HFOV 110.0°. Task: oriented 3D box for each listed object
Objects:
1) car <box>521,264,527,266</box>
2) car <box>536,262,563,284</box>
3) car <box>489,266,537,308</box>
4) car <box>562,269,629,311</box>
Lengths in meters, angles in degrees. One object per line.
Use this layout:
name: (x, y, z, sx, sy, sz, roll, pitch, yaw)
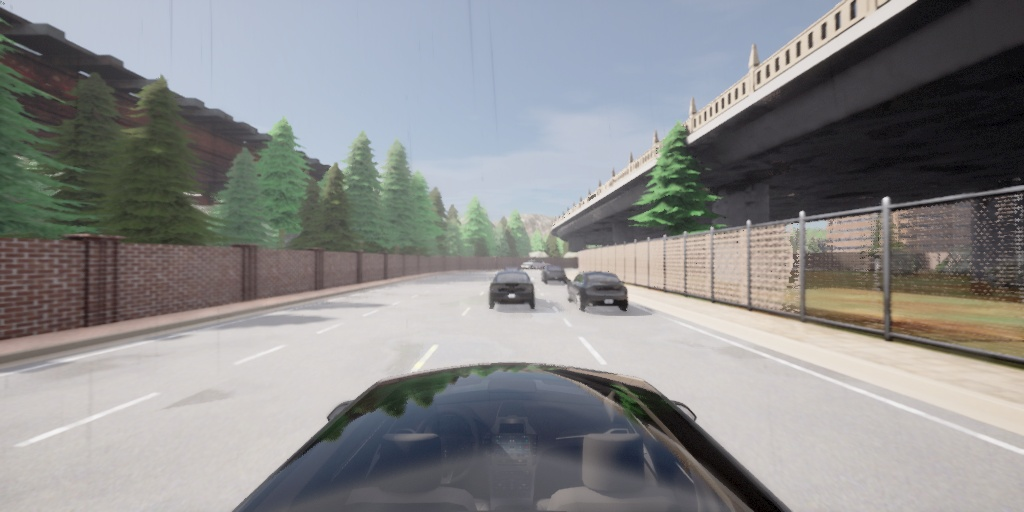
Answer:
car: (0.000, 1.619, 30.343, 1.994, 1.385, 4.181, 0, -1, 0)
car: (3.497, 1.548, 30.354, 2.128, 1.511, 4.902, 0, 0, 0)
car: (0.020, 1.380, 16.095, 1.882, 1.535, 5.008, 0, 0, 0)
car: (3.514, 1.402, 15.354, 1.837, 1.490, 4.892, 0, 0, 0)
